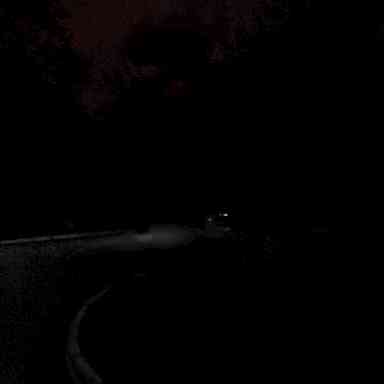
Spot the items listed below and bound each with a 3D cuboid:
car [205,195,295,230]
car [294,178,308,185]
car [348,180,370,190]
[{"bbox_3d":[2.990,0.953,16.835,4.902,1.511,2.128,-3,1,-29],"label":"car"},{"bbox_3d":[16.251,-1.482,52.652,1.882,1.535,5.008,-2,3,-27],"label":"car"},{"bbox_3d":[21.390,-0.930,42.857,1.812,1.442,4.674,-2,3,-26],"label":"car"}]
